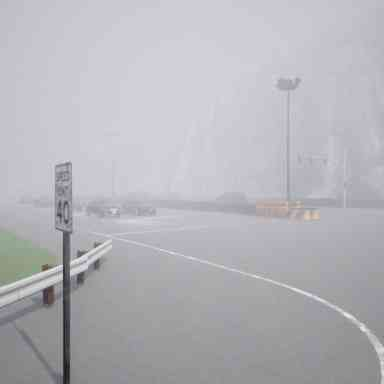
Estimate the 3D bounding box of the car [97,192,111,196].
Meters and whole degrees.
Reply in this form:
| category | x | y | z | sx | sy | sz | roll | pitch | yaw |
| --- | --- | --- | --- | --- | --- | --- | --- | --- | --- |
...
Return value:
| category | x | y | z | sx | sy | sz | roll | pitch | yaw |
| --- | --- | --- | --- | --- | --- | --- | --- | --- | --- |
| car | -19.600 | 0.799 | 73.138 | 2.097 | 1.767 | 4.553 | 0 | 1 | -38 |

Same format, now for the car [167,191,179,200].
| category | x | y | z | sx | sy | sz | roll | pitch | yaw |
| --- | --- | --- | --- | --- | --- | --- | --- | --- | --- |
| car | -4.931 | 0.815 | 71.426 | 2.150 | 2.045 | 5.566 | 0 | 1 | -38 |

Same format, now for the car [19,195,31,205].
| category | x | y | z | sx | sy | sz | roll | pitch | yaw |
| --- | --- | --- | --- | --- | --- | --- | --- | --- | --- |
| car | -26.356 | 1.197 | 53.290 | 1.812 | 1.442 | 4.674 | 0 | 1 | -37 |

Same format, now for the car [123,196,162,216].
| category | x | y | z | sx | sy | sz | roll | pitch | yaw |
| --- | --- | --- | --- | --- | --- | --- | --- | --- | --- |
| car | -5.214 | 1.430 | 31.908 | 1.837 | 1.490 | 4.892 | 0 | 0 | -38 |

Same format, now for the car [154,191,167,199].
| category | x | y | z | sx | sy | sz | roll | pitch | yaw |
| --- | --- | --- | --- | --- | --- | --- | --- | --- | --- |
| car | -7.904 | 0.951 | 69.547 | 2.097 | 1.767 | 4.553 | 0 | 1 | -38 |

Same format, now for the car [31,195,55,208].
| category | x | y | z | sx | sy | sz | roll | pitch | yaw |
| --- | --- | --- | --- | --- | --- | --- | --- | --- | --- |
| car | -19.907 | 1.311 | 44.977 | 1.837 | 1.490 | 4.892 | 0 | 0 | -38 |

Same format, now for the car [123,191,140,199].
| category | x | y | z | sx | sy | sz | roll | pitch | yaw |
| --- | --- | --- | --- | --- | --- | --- | --- | --- | --- |
| car | -14.068 | 0.741 | 77.427 | 2.097 | 1.767 | 4.553 | 0 | 1 | -38 |

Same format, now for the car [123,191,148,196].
| category | x | y | z | sx | sy | sz | roll | pitch | yaw |
| --- | --- | --- | --- | --- | --- | --- | --- | --- | --- |
| car | -11.075 | 0.885 | 62.396 | 2.150 | 2.045 | 5.566 | 0 | 1 | -38 |

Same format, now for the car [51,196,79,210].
| category | x | y | z | sx | sy | sz | roll | pitch | yaw |
| --- | --- | --- | --- | --- | --- | --- | --- | --- | --- |
| car | -13.755 | 1.491 | 37.104 | 1.895 | 1.301 | 4.718 | 0 | 0 | -38 |

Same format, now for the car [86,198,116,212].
| category | x | y | z | sx | sy | sz | roll | pitch | yaw |
| --- | --- | --- | --- | --- | --- | --- | --- | --- | --- |
| car | -10.693 | 1.449 | 38.868 | 1.994 | 1.385 | 4.181 | 0 | 0 | -38 |

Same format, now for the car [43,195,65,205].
| category | x | y | z | sx | sy | sz | roll | pitch | yaw |
| --- | --- | --- | --- | --- | --- | --- | --- | --- | --- |
| car | -22.480 | 1.237 | 53.994 | 2.033 | 1.411 | 5.357 | 0 | 1 | -38 |

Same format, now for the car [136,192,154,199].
| category | x | y | z | sx | sy | sz | roll | pitch | yaw |
| --- | --- | --- | --- | --- | --- | --- | --- | --- | --- |
| car | -11.332 | 0.903 | 79.610 | 2.128 | 1.511 | 4.902 | 0 | 1 | -38 |

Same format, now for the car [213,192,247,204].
| category | x | y | z | sx | sy | sz | roll | pitch | yaw |
| --- | --- | --- | --- | --- | --- | --- | --- | --- | --- |
| car | 5.323 | 1.084 | 47.135 | 2.150 | 2.045 | 5.566 | 0 | 0 | -38 |

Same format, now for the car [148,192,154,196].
| category | x | y | z | sx | sy | sz | roll | pitch | yaw |
| --- | --- | --- | --- | --- | --- | --- | --- | --- | --- |
| car | -10.472 | 0.831 | 67.149 | 2.150 | 2.045 | 5.566 | 0 | 1 | -38 |

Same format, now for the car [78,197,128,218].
| category | x | y | z | sx | sy | sz | roll | pitch | yaw |
| --- | --- | --- | --- | --- | --- | --- | --- | --- | --- |
| car | -8.030 | 1.424 | 29.826 | 2.128 | 1.511 | 4.902 | 0 | 0 | -38 |
